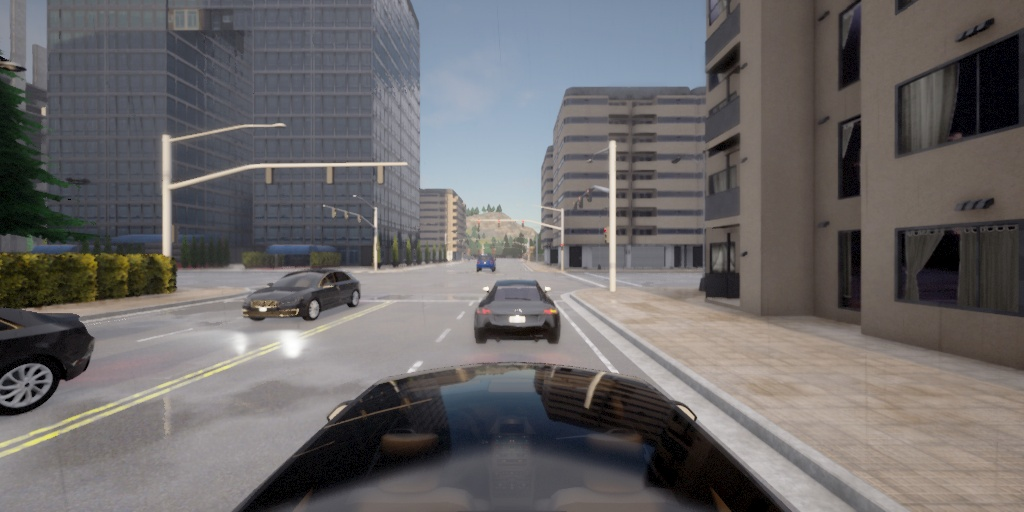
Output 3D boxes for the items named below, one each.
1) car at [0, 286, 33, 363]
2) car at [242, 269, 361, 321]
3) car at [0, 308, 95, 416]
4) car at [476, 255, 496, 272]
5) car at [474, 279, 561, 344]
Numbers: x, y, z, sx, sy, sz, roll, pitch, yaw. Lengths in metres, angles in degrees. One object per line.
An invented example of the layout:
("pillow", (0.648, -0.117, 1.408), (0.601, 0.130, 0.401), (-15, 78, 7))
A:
("car", (-10.561, 1.294, 4.450), (2.033, 1.411, 5.357), (0, 0, 1))
("car", (-6.953, 1.243, 12.459), (1.837, 1.490, 4.892), (0, 0, 0))
("car", (-7.075, 1.253, 3.167), (1.837, 1.490, 4.892), (0, 0, 0))
("car", (-3.204, 0.921, 45.146), (2.150, 2.045, 5.566), (0, 0, 0))
("car", (0.132, 1.305, 9.570), (1.994, 1.385, 4.181), (0, 0, 1))
